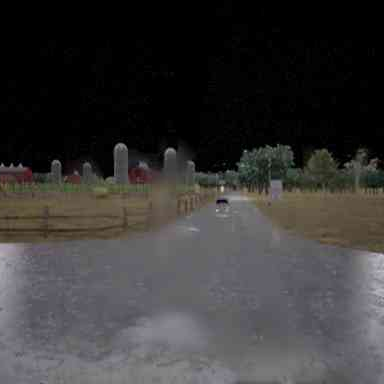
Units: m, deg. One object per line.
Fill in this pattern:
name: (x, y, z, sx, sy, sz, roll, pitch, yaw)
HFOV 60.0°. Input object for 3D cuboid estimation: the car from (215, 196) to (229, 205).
car: (4.462, 1.180, 48.903, 1.895, 1.301, 4.718, 0, 1, 8)
